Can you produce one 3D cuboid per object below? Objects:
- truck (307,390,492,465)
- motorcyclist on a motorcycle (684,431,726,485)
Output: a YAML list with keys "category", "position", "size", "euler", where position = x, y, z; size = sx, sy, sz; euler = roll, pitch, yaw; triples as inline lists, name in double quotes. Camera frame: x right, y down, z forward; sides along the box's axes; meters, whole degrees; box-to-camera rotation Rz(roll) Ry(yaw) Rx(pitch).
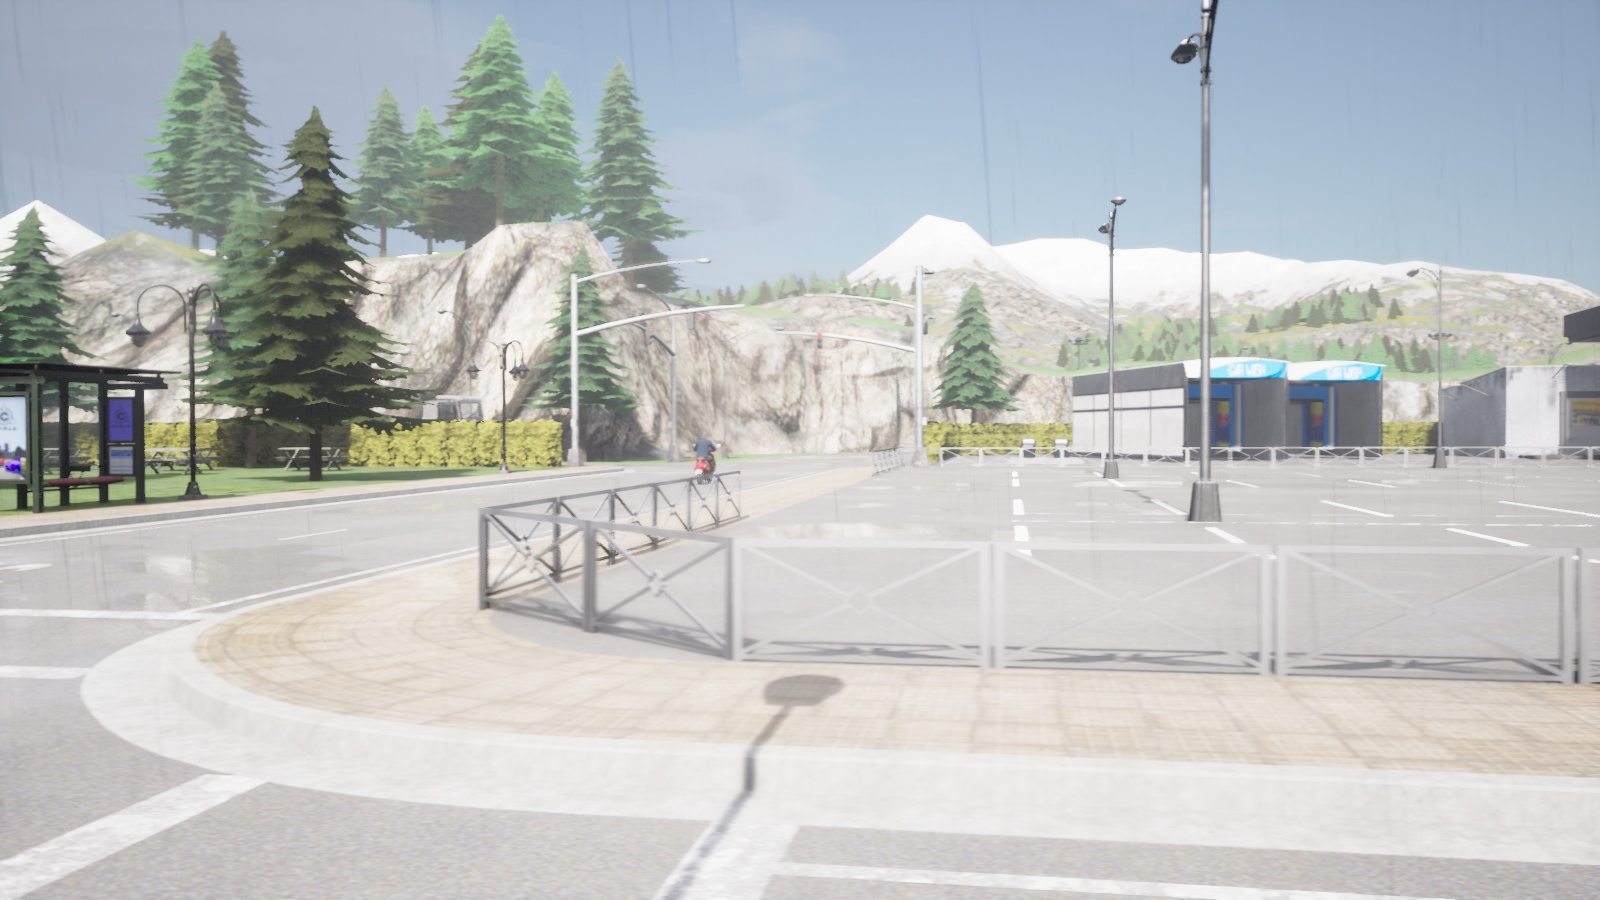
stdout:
- category: "truck"
  position: [-19.012, -1.081, 59.877]
  size: [7.936, 3.462, 2.891]
  euler: [0, 1, 8]
- category: "motorcyclist on a motorcycle"
  position: [-2.884, 0.231, 38.407]
  size: [0.866, 1.590, 1.817]
  euler: [0, 1, 9]
